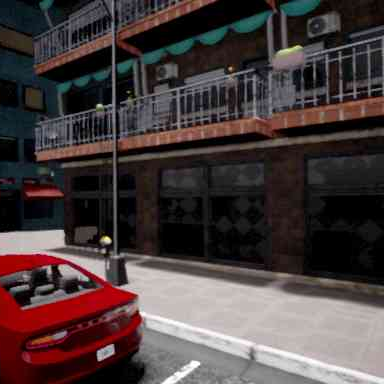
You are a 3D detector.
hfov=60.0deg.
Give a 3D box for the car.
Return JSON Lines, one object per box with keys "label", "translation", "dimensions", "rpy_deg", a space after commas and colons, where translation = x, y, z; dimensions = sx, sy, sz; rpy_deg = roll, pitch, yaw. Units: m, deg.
{"label": "car", "translation": [-2.730, 1.586, 4.832], "dimensions": [4.507, 1.381, 1.887], "rpy_deg": [-1, -1, 36]}
